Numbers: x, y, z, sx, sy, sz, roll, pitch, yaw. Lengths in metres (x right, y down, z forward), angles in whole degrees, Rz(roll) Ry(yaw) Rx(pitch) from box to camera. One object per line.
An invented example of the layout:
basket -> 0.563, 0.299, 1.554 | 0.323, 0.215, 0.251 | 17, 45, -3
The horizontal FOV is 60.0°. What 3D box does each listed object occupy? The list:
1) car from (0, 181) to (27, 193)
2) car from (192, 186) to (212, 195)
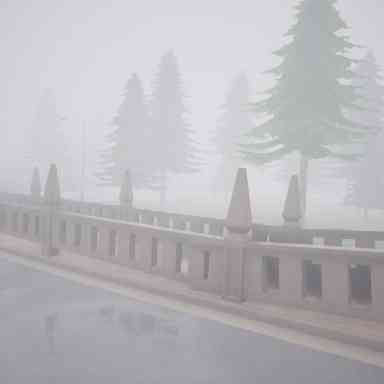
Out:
car -> -21.246, -0.473, 37.409 | 1.882, 1.535, 5.008 | 4, 3, 37
car -> 2.098, -0.326, 62.291 | 2.097, 1.767, 4.553 | 4, 3, 37
